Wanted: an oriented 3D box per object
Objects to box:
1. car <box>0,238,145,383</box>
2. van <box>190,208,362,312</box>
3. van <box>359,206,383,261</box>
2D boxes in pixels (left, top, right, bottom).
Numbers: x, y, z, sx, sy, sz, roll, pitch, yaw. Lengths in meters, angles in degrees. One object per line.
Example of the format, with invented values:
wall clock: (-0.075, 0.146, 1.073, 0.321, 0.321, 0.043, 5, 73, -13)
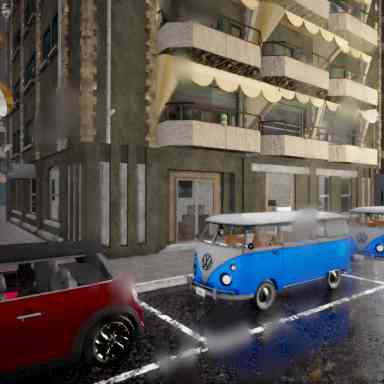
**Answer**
car: (-2.755, 1.440, 4.128, 4.097, 1.590, 1.967, 0, 0, -36)
van: (1.870, 1.342, 7.441, 3.998, 1.788, 1.690, 0, 0, -36)
van: (6.496, 1.345, 10.755, 3.998, 1.788, 1.690, 0, 0, -36)
